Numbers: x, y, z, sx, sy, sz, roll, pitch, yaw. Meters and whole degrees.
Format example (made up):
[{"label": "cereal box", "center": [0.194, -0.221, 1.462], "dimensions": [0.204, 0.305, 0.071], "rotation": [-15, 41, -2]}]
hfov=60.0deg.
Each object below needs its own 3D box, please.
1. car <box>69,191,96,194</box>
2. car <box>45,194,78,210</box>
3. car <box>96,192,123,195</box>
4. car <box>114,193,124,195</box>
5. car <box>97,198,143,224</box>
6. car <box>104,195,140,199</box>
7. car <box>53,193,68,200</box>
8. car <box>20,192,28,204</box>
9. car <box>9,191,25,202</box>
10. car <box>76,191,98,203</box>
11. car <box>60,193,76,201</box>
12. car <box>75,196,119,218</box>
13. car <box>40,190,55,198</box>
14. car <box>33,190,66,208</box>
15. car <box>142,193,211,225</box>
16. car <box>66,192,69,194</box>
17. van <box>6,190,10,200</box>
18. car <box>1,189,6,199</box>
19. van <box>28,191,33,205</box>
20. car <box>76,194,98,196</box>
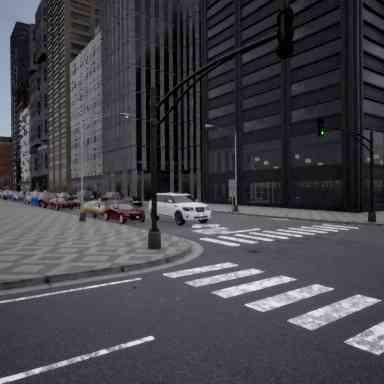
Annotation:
[{"label": "car", "center": [-15.679, 0.799, 48.877], "dimensions": [2.150, 2.045, 5.566], "rotation": [-1, 1, -38]}, {"label": "car", "center": [-14.851, 1.275, 37.706], "dimensions": [1.887, 1.381, 4.507], "rotation": [0, 1, -36]}, {"label": "car", "center": [-11.249, 0.899, 47.260], "dimensions": [2.192, 1.841, 5.009], "rotation": [0, 1, -36]}, {"label": "car", "center": [-7.948, 1.200, 42.709], "dimensions": [1.947, 1.339, 4.313], "rotation": [0, 1, -36]}, {"label": "car", "center": [-4.946, 1.416, 24.045], "dimensions": [1.887, 1.381, 4.507], "rotation": [0, 1, -36]}, {"label": "car", "center": [-7.046, 1.328, 31.630], "dimensions": [2.033, 1.411, 5.357], "rotation": [-1, 1, -35]}, {"label": "car", "center": [-27.758, 0.854, 70.029], "dimensions": [1.887, 1.381, 4.507], "rotation": [0, 1, -36]}, {"label": "car", "center": [-24.757, 1.126, 51.367], "dimensions": [2.008, 1.369, 4.403], "rotation": [0, 1, -36]}, {"label": "car", "center": [-31.360, 0.904, 60.474], "dimensions": [1.967, 1.590, 4.097], "rotation": [0, 1, -36]}, {"label": "car", "center": [-17.852, 0.793, 56.367], "dimensions": [2.192, 1.841, 5.009], "rotation": [0, 1, -36]}, {"label": "car", "center": [-24.456, 0.949, 65.476], "dimensions": [1.802, 1.307, 4.206], "rotation": [0, 1, -36]}, {"label": "car", "center": [-8.148, 1.353, 28.461], "dimensions": [1.752, 1.417, 4.829], "rotation": [0, 1, -36]}, {"label": "car", "center": [-34.360, 0.510, 79.133], "dimensions": [2.192, 1.841, 5.009], "rotation": [0, 1, -36]}, {"label": "car", "center": [-18.152, 0.995, 42.258], "dimensions": [2.192, 1.841, 5.009], "rotation": [0, 1, -36]}, {"label": "car", "center": [-1.036, 1.085, 23.331], "dimensions": [2.150, 2.045, 5.566], "rotation": [-1, 1, -36]}, {"label": "car", "center": [-21.858, 0.830, 57.331], "dimensions": [2.097, 1.767, 4.553], "rotation": [-1, 1, -36]}, {"label": "van", "center": [-34.661, 0.748, 65.026], "dimensions": [1.690, 1.788, 3.998], "rotation": [0, 1, -36]}, {"label": "car", "center": [-37.963, 0.664, 69.579], "dimensions": [2.192, 1.841, 5.009], "rotation": [0, 1, -36]}, {"label": "van", "center": [-21.454, 0.970, 46.812], "dimensions": [1.690, 1.788, 3.998], "rotation": [0, 1, -36]}, {"label": "car", "center": [-12.935, 1.258, 39.778], "dimensions": [1.994, 1.385, 4.181], "rotation": [-1, 1, -35]}]
